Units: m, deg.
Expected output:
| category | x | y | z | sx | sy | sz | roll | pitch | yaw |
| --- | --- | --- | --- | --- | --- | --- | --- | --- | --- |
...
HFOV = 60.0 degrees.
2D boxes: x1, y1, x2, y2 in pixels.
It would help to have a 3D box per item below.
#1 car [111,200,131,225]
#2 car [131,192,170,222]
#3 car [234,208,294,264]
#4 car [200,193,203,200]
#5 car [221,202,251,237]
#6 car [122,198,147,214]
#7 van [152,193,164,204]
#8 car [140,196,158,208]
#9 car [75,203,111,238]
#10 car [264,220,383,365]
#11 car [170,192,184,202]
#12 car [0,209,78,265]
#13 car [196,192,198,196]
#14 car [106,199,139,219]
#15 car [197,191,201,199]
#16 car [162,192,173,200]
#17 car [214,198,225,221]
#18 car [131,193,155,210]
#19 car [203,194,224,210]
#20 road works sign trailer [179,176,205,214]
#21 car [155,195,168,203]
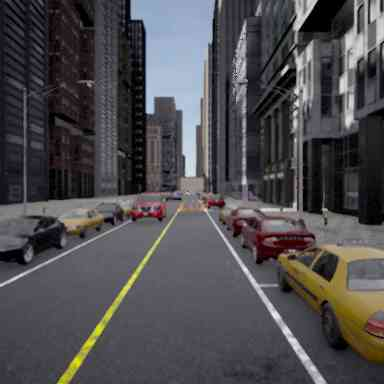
| category | x | y | z | sx | sy | sz | roll | pitch | yaw |
| --- | --- | --- | --- | --- | --- | --- | --- | --- | --- |
| car | -5.757 | 1.438 | 22.732 | 1.947 | 1.339 | 4.313 | 0 | 0 | 0 |
| car | -3.091 | 1.081 | 24.951 | 2.150 | 2.045 | 5.566 | 0 | 0 | 0 |
| car | 2.764 | 1.479 | 11.456 | 1.887 | 1.381 | 4.507 | 0 | 0 | 0 |
| car | 2.778 | 1.250 | 56.579 | 2.008 | 1.369 | 4.403 | 0 | 0 | 0 |
| car | 2.766 | 1.448 | 17.096 | 1.887 | 1.381 | 4.507 | 0 | 0 | 0 |
| car | -5.754 | 1.339 | 33.843 | 1.752 | 1.417 | 4.829 | 0 | 0 | 0 |
| van | -5.748 | 1.040 | 56.575 | 1.690 | 1.788 | 3.998 | 0 | 0 | 0 |
| car | -5.750 | 1.281 | 45.124 | 1.752 | 1.417 | 4.829 | 0 | 0 | 0 |
| car | -5.759 | 1.429 | 16.921 | 1.752 | 1.417 | 4.829 | 0 | 0 | 0 |
| car | 2.763 | 1.490 | 5.985 | 1.752 | 1.417 | 4.829 | 0 | 0 | 0 |
| car | -2.985 | 1.250 | 66.622 | 1.895 | 1.301 | 4.718 | 0 | 0 | 0 |
| car | -5.761 | 1.500 | 11.450 | 1.947 | 1.339 | 4.313 | 0 | 0 | 0 |
| car | 2.787 | 1.137 | 84.781 | 1.947 | 1.339 | 4.313 | 0 | 0 | 0 |
| car | -5.756 | 1.368 | 28.202 | 1.752 | 1.417 | 4.829 | 0 | 0 | 0 |
| car | 2.783 | 1.062 | 73.499 | 1.967 | 1.590 | 4.097 | 0 | 0 | 0 |
| car | -5.741 | 0.912 | 79.137 | 2.192 | 1.841 | 5.009 | 0 | 0 | 0 |
| car | 2.768 | 1.397 | 22.907 | 1.752 | 1.417 | 4.829 | 0 | 0 | 0 |
| car | -5.753 | 1.098 | 39.652 | 2.192 | 1.841 | 5.009 | 0 | 0 | 0 |
| car | 2.772 | 1.098 | 39.657 | 2.192 | 1.841 | 5.009 | 0 | 0 | 0 |
| road works sign trailer | 0.010 | 0.289 | 31.562 | 2.380 | 3.560 | 2.880 | 0 | 0 | 0 |
| car | -5.745 | 1.224 | 62.216 | 2.008 | 1.369 | 4.403 | 0 | 0 | 0 |
